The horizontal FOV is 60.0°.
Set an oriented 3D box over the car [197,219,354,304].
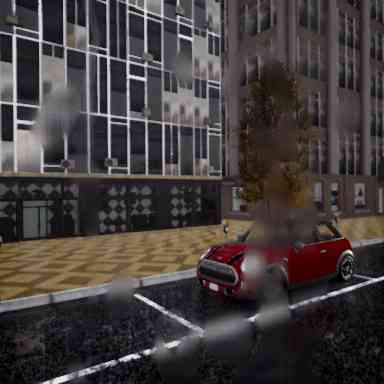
[{"bbox_3d":[2.067,1.434,8.043,4.097,1.590,1.967,0,0,-35],"label":"car"}]
